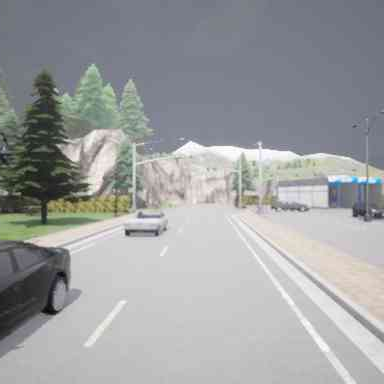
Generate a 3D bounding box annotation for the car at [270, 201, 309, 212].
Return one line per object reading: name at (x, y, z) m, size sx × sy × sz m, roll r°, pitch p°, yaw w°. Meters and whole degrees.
car at (12.542, 1.840, 42.635) m, size 4.902 × 1.511 × 2.128 m, roll 0°, pitch 0°, yaw 5°

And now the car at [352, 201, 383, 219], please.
car at (15.755, 1.585, 29.318) m, size 2.007 × 1.523 × 4.514 m, roll 0°, pitch 0°, yaw 4°

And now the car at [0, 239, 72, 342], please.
car at (-3.527, 1.515, 4.942) m, size 1.882 × 1.535 × 5.008 m, roll 0°, pitch 0°, yaw 3°

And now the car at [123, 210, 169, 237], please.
car at (-2.574, 1.754, 19.444) m, size 1.895 × 1.301 × 4.718 m, roll 0°, pitch 0°, yaw 4°
